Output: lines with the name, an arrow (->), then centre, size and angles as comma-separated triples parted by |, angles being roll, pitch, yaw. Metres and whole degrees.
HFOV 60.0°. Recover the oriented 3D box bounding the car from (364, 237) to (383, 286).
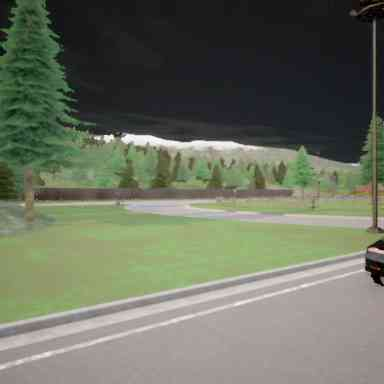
car -> 6.138, 1.483, 8.125 | 4.902, 1.511, 2.128 | 0, 0, -35
